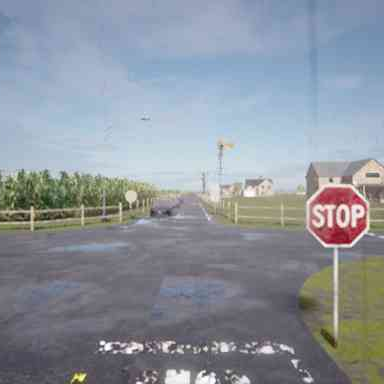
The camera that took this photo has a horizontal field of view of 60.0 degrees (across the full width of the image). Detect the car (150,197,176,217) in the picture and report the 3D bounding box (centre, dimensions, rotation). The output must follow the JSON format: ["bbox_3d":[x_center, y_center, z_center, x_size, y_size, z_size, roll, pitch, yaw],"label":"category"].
[{"bbox_3d":[-2.786,1.468,31.257,1.882,1.535,5.008,0,0,0],"label":"car"}]

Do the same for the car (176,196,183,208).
[{"bbox_3d":[-2.743,1.522,47.857,1.812,1.442,4.674,0,0,1],"label":"car"}]
